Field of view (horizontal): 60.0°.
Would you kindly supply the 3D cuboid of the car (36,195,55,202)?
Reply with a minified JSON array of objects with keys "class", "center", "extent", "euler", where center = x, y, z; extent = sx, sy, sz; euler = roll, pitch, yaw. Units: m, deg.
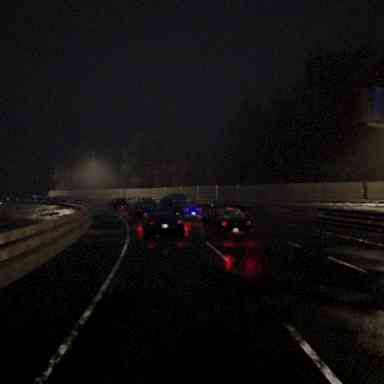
[{"class":"car","center":[-35.074,1.402,78.214],"extent":[4.553,1.767,2.097],"euler":[0,0,40]}]

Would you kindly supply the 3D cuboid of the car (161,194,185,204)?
[{"class":"car","center":[-2.532,1.239,44.602],"extent":[2.150,2.045,5.566],"euler":[0,0,-23]}]

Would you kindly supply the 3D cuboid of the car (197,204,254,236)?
[{"class":"car","center":[1.792,1.588,18.617],"extent":[1.895,1.301,4.718],"euler":[0,0,-10]}]

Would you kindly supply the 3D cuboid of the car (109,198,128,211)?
[{"class":"car","center":[-9.530,1.569,43.082],"extent":[1.837,1.490,4.892],"euler":[0,0,-24]}]

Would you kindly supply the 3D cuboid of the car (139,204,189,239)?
[{"class":"car","center":[-1.601,1.574,17.724],"extent":[1.994,1.385,4.181],"euler":[0,0,-10]}]

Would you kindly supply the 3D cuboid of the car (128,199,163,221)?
[{"class":"car","center":[-3.954,1.551,27.763],"extent":[1.812,1.442,4.674],"euler":[0,0,-17]}]

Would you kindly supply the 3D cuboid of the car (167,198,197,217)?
[{"class":"car","center":[-0.523,1.528,28.548],"extent":[1.812,1.442,4.674],"euler":[0,0,-17]}]

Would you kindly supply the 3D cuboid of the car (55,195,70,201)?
[{"class":"car","center":[-32.739,1.571,80.820],"extent":[5.357,1.411,2.033],"euler":[0,0,40]}]

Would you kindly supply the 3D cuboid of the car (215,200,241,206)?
[{"class":"car","center":[2.915,1.483,29.282],"extent":[1.837,1.490,4.892],"euler":[0,0,-17]}]

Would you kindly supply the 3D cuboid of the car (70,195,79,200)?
[{"class":"car","center":[-30.382,1.555,83.408],"extent":[5.357,1.411,2.033],"euler":[0,0,40]}]
